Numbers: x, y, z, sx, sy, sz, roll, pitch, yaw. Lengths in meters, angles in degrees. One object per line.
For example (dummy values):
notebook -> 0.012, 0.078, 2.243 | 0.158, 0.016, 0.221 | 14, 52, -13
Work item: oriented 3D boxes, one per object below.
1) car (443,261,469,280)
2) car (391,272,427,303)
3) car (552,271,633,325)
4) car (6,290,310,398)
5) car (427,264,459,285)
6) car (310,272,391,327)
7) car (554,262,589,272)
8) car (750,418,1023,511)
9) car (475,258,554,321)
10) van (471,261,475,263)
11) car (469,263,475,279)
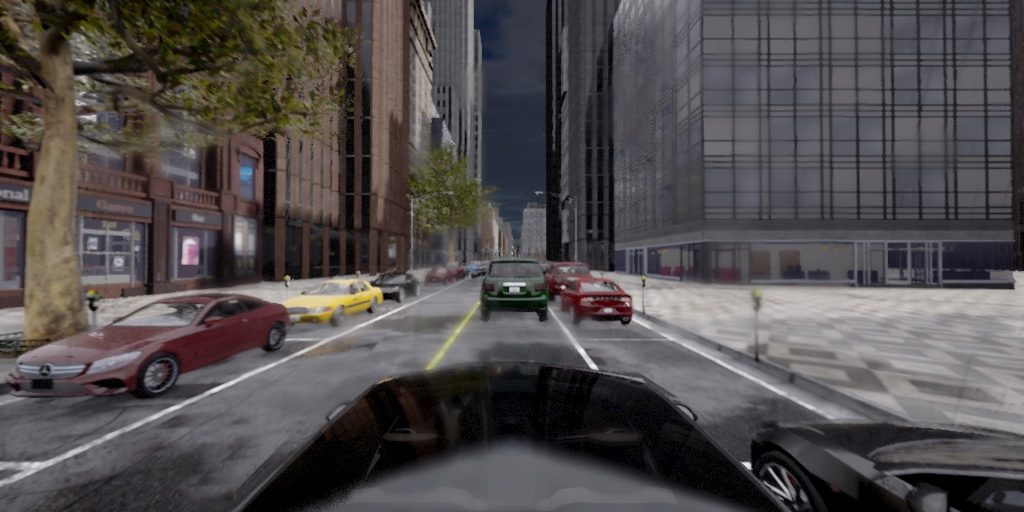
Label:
car -> -5.839, 1.413, 34.756 | 2.192, 1.841, 5.009 | 0, 0, 0
car -> -5.849, 1.482, 17.839 | 1.948, 1.339, 4.313 | 0, 0, 0
car -> 2.673, 1.401, 12.188 | 1.888, 1.381, 4.507 | 0, 0, 0
car -> -5.856, 1.381, 6.561 | 1.802, 1.307, 4.207 | 0, 0, 0
car -> -5.842, 1.582, 29.117 | 1.888, 1.381, 4.507 | 0, 0, 0
car -> -5.852, 1.382, 12.029 | 1.751, 1.417, 4.829 | 0, 0, 0
car -> 2.676, 1.230, 17.827 | 2.192, 1.841, 5.009 | 0, 0, 0
car -> 2.666, 1.308, 0.911 | 1.948, 1.339, 4.313 | 0, 0, 0
car -> 0.087, 1.090, 13.143 | 2.150, 2.045, 5.566 | 0, 0, 0
van -> -5.825, 1.702, 57.311 | 1.690, 1.789, 3.998 | 0, 0, 0
car -> -3.078, 1.689, 37.295 | 1.994, 1.385, 4.181 | 0, -1, 0
